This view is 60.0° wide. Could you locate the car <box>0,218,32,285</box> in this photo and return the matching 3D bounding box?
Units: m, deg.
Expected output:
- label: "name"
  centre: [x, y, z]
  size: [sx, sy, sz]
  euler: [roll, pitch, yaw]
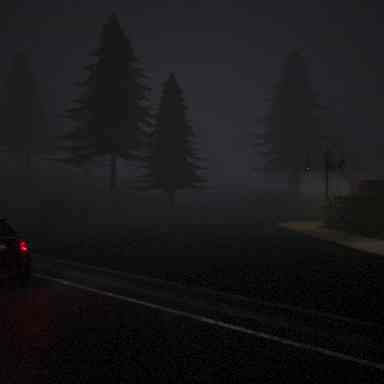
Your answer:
- label: "car"
  centre: [-6.042, 1.351, 8.300]
  size: [4.553, 1.767, 2.097]
  euler: [0, 0, 36]
